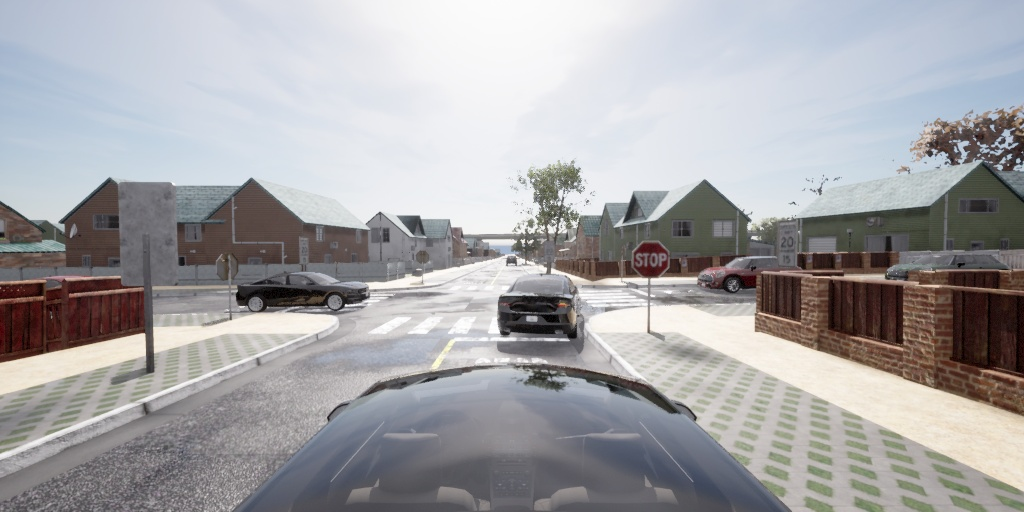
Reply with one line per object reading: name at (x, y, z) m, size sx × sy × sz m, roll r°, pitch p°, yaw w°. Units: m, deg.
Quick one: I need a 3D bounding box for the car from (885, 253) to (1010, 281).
car at (21.684, 0.646, 17.966) m, size 4.553 × 1.767 × 2.097 m, roll -1°, pitch 2°, yaw 0°

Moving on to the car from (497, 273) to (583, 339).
car at (0.949, 1.224, 10.262) m, size 1.882 × 1.535 × 5.008 m, roll 0°, pitch 0°, yaw 12°

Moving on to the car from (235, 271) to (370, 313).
car at (-8.483, 1.377, 14.778) m, size 5.008 × 1.535 × 1.882 m, roll -1°, pitch 2°, yaw 0°

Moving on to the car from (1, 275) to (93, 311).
car at (-18.035, 1.547, 14.705) m, size 5.008 × 1.535 × 1.882 m, roll -1°, pitch 2°, yaw 0°

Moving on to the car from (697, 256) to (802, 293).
car at (11.789, 0.820, 17.884) m, size 4.553 × 1.767 × 2.097 m, roll -1°, pitch 2°, yaw 0°
